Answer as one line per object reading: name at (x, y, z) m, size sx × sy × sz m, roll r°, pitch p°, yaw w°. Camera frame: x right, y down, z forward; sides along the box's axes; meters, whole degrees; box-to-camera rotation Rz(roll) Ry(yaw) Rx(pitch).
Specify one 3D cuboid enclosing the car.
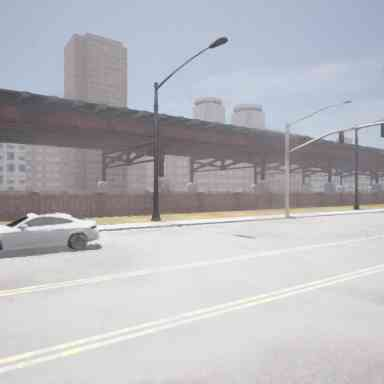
car at (-5.895, 1.526, 12.631) m, size 4.674 × 1.442 × 1.812 m, roll 0°, pitch 0°, yaw -35°
